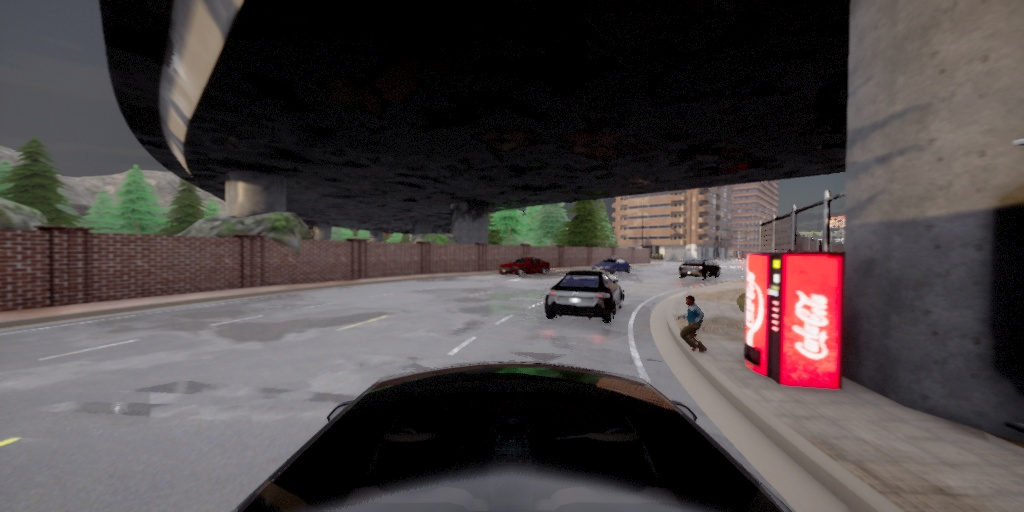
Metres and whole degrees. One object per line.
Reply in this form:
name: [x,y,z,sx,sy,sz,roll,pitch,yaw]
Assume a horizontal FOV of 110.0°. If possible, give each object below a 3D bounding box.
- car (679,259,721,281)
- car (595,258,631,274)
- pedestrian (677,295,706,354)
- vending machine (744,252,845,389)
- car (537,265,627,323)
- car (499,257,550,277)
car: [14.176,0.972,26.990,2.128,1.511,4.902,1,1,44]
car: [8.937,0.881,31.981,1.812,1.442,4.674,1,1,44]
pedestrian: [3.340,1.225,6.571,0.500,1.100,0.500,1,1,13]
vending machine: [4.266,0.924,5.554,1.100,2.100,0.880,0,0,11]
car: [2.484,1.178,11.801,1.994,1.385,4.181,1,1,21]
car: [1.050,0.814,28.658,1.882,1.535,5.008,1,1,41]
